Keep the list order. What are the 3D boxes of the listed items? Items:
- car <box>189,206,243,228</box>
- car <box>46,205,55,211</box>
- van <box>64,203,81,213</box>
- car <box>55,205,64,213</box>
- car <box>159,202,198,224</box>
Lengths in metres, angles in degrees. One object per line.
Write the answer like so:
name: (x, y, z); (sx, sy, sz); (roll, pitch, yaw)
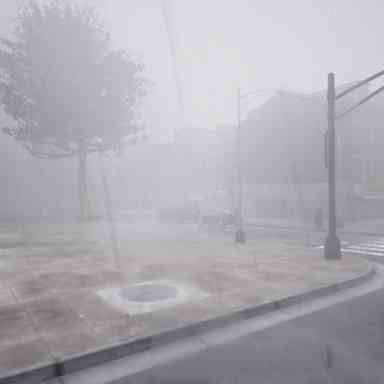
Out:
car: (2.045, 1.995, 25.986); (2.008, 1.369, 4.403); (-3, 0, -35)
car: (-29.925, 3.414, 71.148); (1.802, 1.307, 4.206); (-3, 0, -35)
van: (-20.346, 2.749, 57.598); (1.690, 1.788, 3.998); (-3, 0, -35)
car: (-23.632, 3.077, 62.254); (1.752, 1.417, 4.829); (-3, 0, -35)
car: (-1.163, 1.895, 30.501); (2.192, 1.841, 5.009); (-3, 0, -35)
